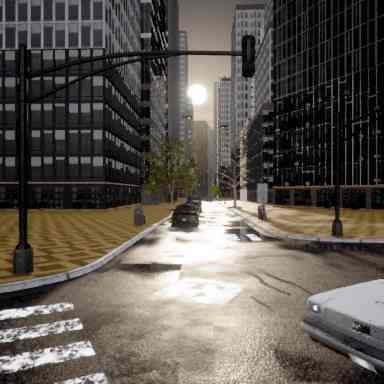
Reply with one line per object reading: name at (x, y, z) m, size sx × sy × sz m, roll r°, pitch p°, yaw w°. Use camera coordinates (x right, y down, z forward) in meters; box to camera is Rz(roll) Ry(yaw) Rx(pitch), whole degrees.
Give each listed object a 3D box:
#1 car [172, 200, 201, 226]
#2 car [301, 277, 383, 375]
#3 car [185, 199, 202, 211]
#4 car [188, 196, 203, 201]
car at (-0.447, 1.654, 25.419) m, size 1.882 × 1.535 × 5.008 m, roll 0°, pitch 0°, yaw 2°
car at (3.882, 1.615, 4.794) m, size 4.718 × 1.301 × 1.895 m, roll 0°, pitch 0°, yaw -27°
car at (-0.089, 1.777, 35.633) m, size 1.812 × 1.442 × 4.674 m, roll 0°, pitch 0°, yaw 2°
car at (0.281, 1.554, 46.286) m, size 2.150 × 2.045 × 5.566 m, roll 0°, pitch 0°, yaw 2°
